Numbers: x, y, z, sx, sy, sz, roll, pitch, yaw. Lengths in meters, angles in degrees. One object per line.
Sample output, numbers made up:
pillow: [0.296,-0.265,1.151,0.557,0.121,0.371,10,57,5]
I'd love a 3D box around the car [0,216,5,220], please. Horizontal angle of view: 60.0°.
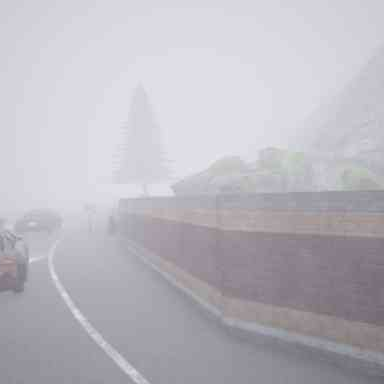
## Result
car: [-12.720,1.752,19.829,1.812,1.442,4.674,-1,0,-12]

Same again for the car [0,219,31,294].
car: [-5.287,1.636,8.444,1.994,1.385,4.181,-1,0,-26]

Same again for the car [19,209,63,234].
car: [-9.246,1.727,20.341,1.994,1.385,4.181,-1,0,-12]
